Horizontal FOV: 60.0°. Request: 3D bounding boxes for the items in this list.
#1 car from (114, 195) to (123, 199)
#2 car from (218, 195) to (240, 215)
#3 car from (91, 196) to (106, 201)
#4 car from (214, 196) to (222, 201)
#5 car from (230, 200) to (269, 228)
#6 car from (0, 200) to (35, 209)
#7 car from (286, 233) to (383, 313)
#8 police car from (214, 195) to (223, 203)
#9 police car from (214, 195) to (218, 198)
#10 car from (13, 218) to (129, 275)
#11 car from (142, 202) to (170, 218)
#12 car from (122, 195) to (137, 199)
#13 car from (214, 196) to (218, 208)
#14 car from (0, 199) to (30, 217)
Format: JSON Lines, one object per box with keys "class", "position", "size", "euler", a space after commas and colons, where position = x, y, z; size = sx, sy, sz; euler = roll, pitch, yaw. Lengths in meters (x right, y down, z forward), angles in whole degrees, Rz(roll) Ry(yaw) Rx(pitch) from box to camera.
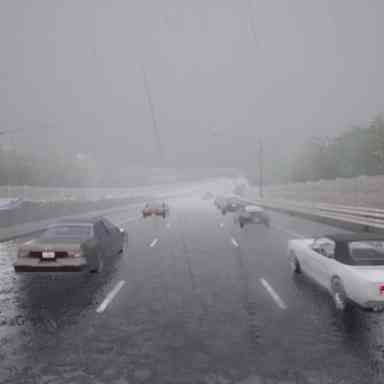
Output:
{"class": "car", "position": [-15.323, 1.379, 71.254], "size": [2.097, 1.767, 4.553], "euler": [0, 0, 3]}
{"class": "car", "position": [3.998, 1.310, 33.414], "size": [2.097, 1.767, 4.553], "euler": [0, 0, 2]}
{"class": "car", "position": [-19.040, 1.548, 67.679], "size": [2.128, 1.511, 4.902], "euler": [0, 0, 3]}
{"class": "car", "position": [6.853, 1.678, 87.866], "size": [1.895, 1.301, 4.718], "euler": [0, 0, 4]}
{"class": "car", "position": [3.829, 1.476, 21.809], "size": [1.812, 1.442, 4.674], "euler": [0, 0, 1]}
{"class": "car", "position": [-13.786, 1.475, 26.115], "size": [2.033, 1.411, 5.357], "euler": [0, 0, 1]}
{"class": "car", "position": [3.639, 1.579, 7.555], "size": [1.895, 1.301, 4.718], "euler": [0, 0, 0]}
{"class": "police car", "position": [6.079, 1.606, 76.973], "size": [2.038, 1.542, 4.974], "euler": [0, 0, 4]}
{"class": "police car", "position": [4.838, 1.548, 55.223], "size": [2.038, 1.542, 4.974], "euler": [0, 0, 3]}
{"class": "car", "position": [-3.342, 1.513, 10.309], "size": [2.033, 1.411, 5.357], "euler": [0, 0, 1]}
{"class": "car", "position": [-3.019, 1.543, 28.835], "size": [1.895, 1.301, 4.718], "euler": [0, 0, 1]}
{"class": "car", "position": [-12.055, 1.637, 67.227], "size": [1.895, 1.301, 4.718], "euler": [0, 0, 3]}
{"class": "car", "position": [4.367, 1.554, 44.335], "size": [1.994, 1.385, 4.181], "euler": [0, 0, 2]}
{"class": "car", "position": [-17.160, 1.449, 30.877], "size": [1.812, 1.442, 4.674], "euler": [0, 0, 2]}
